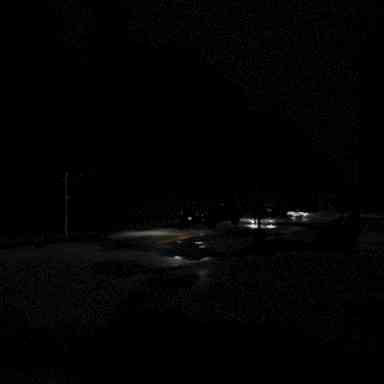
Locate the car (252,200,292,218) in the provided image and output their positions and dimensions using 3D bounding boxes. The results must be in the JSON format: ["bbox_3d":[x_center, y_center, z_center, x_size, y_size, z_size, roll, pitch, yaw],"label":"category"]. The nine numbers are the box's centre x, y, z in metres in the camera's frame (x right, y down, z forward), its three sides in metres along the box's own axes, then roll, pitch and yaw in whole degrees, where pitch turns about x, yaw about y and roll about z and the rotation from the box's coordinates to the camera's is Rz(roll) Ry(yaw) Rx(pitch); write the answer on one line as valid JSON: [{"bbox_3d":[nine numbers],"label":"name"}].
[{"bbox_3d":[7.387,1.567,31.314,1.882,1.535,5.008,0,0,35],"label":"car"}]

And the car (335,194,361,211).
[{"bbox_3d":[19.163,1.319,40.690,2.150,2.045,5.566,0,0,35],"label":"car"}]

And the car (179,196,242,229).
[{"bbox_3d":[1.442,1.294,22.931,2.150,2.045,5.566,0,0,35],"label":"car"}]

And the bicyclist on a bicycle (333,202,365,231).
[{"bbox_3d":[8.924,1.391,18.950,1.656,1.620,0.582,0,1,35],"label":"bicyclist on a bicycle"}]

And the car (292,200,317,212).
[{"bbox_3d":[13.521,1.654,39.949,2.033,1.411,5.357,0,0,35],"label":"car"}]
